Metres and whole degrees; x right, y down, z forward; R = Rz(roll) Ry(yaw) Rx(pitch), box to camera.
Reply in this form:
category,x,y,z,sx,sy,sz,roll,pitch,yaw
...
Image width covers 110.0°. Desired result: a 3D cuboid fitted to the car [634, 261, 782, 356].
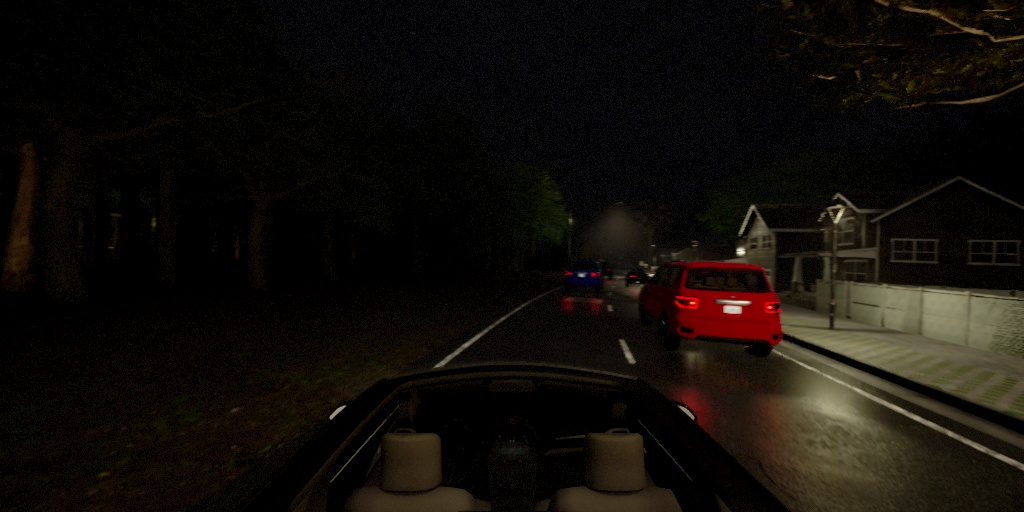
category,x,y,z,sx,sy,sz,roll,pitch,yaw
car,4.888,1.180,9.691,2.150,2.045,5.566,2,0,12

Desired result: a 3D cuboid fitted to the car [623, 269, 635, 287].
category,x,y,z,sx,sy,sz,roll,pitch,yaw
car,10.733,1.876,30.829,1.837,1.490,4.892,2,-1,17

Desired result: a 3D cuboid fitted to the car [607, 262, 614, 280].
category,x,y,z,sx,sy,sz,roll,pitch,yaw
car,11.045,1.752,43.428,2.150,2.045,5.566,2,-1,18

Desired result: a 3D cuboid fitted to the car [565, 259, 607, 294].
category,x,y,z,sx,sy,sz,roll,pitch,yaw
car,4.828,1.273,23.549,2.150,2.045,5.566,2,0,16
